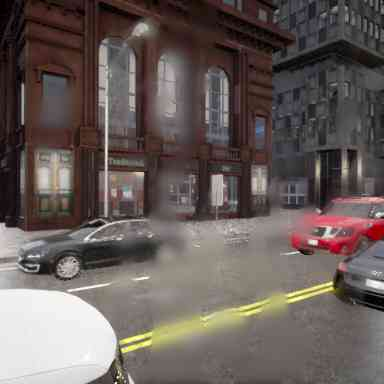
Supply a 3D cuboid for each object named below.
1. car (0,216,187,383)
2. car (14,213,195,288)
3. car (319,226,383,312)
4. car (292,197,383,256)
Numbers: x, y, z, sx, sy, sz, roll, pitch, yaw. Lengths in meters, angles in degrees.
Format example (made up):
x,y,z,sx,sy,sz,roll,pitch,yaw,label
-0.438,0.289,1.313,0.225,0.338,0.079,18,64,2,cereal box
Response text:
x,y,z,sx,sy,sz,roll,pitch,yaw,label
-2.926,1.221,1.348,5.566,2.045,2.150,0,0,-36,car
-2.436,1.507,9.937,4.892,1.490,1.837,1,0,-36,car
4.811,1.562,6.888,4.181,1.385,1.994,0,0,-35,car
6.015,1.218,11.982,5.566,2.045,2.150,0,0,-36,car
